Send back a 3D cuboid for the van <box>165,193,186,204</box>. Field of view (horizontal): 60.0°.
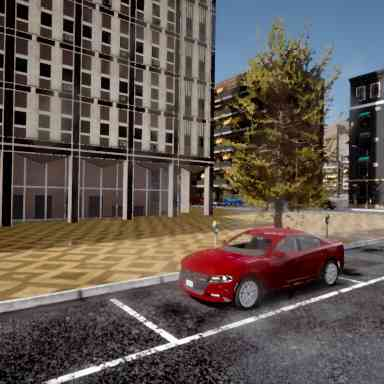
[{"bbox_3d":[-2.953,1.142,57.489,1.690,1.788,3.998,2,-1,-36],"label":"van"}]

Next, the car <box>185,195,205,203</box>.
[{"bbox_3d":[0.546,1.385,66.958,1.967,1.590,4.097,1,-1,-36],"label":"car"}]

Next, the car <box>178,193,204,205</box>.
[{"bbox_3d":[0.342,1.130,52.923,2.192,1.841,5.009,2,-1,-36],"label":"car"}]

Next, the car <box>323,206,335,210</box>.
[{"bbox_3d":[17.016,1.586,44.123,1.947,1.339,4.313,2,-1,-36],"label":"car"}]

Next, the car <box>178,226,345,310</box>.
[{"bbox_3d":[1.780,1.547,7.834,4.507,1.381,1.887,0,1,-36],"label":"car"}]

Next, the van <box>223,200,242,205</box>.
[{"bbox_3d":[7.136,1.314,57.825,1.690,1.788,3.998,2,-1,-36],"label":"van"}]
